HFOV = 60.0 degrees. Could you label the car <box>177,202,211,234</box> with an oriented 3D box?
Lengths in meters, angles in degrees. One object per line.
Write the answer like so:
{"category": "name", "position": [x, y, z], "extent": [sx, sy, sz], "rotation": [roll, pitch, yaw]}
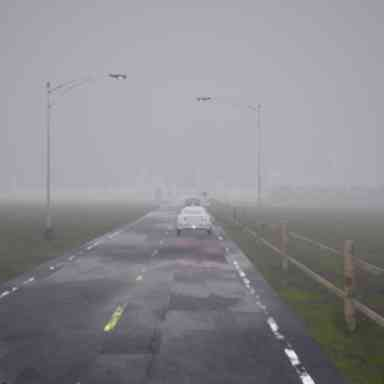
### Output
{"category": "car", "position": [0.097, 1.533, 19.143], "extent": [1.812, 1.442, 4.674], "rotation": [0, 0, 0]}

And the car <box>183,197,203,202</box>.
{"category": "car", "position": [0.098, 1.359, 35.210], "extent": [2.097, 1.767, 4.553], "rotation": [0, 0, 0]}
